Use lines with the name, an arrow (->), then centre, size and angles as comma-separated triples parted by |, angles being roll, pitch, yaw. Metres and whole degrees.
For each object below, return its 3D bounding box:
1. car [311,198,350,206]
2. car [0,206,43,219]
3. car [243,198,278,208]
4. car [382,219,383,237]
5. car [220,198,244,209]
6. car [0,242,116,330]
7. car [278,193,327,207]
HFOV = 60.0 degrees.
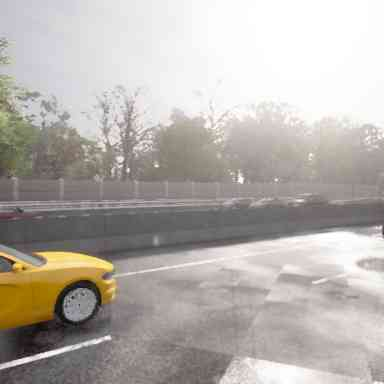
car -> 13.413, 1.501, 30.748 | 4.181, 1.385, 1.994 | 0, 0, -35
car -> -12.141, 1.595, 21.127 | 4.718, 1.301, 1.895 | 0, 0, -36
car -> 8.151, 1.444, 35.593 | 4.892, 1.490, 1.837 | 0, 0, -35
car -> 11.151, 1.309, 15.999 | 4.553, 1.767, 2.097 | 0, 0, -35
car -> 5.347, 1.446, 37.892 | 4.892, 1.490, 1.837 | 0, 0, -35
car -> -3.731, 1.478, 5.385 | 5.008, 1.535, 1.882 | 0, 0, -35
car -> 11.688, 1.158, 33.819 | 5.566, 2.045, 2.150 | 0, 0, -35
